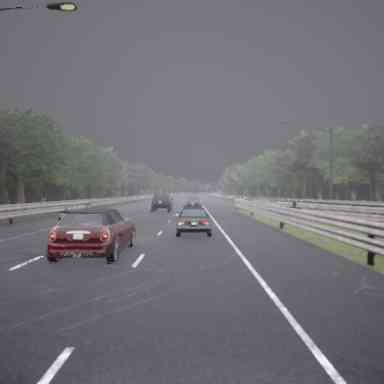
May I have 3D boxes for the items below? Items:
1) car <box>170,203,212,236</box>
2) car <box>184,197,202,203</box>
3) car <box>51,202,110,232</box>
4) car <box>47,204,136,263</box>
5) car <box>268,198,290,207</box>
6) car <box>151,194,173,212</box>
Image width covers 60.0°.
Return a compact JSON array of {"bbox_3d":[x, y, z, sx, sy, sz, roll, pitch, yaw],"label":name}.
[{"bbox_3d":[0.097,1.550,18.347,2.033,1.411,5.357,0,0,0],"label":"car"},{"bbox_3d":[0.094,1.359,38.453,2.097,1.767,4.553,0,0,0],"label":"car"},{"bbox_3d":[-6.904,1.495,21.283,2.128,1.511,4.902,0,0,0],"label":"car"},{"bbox_3d":[-3.401,1.353,12.097,2.097,1.767,4.553,0,0,0],"label":"car"},{"bbox_3d":[11.276,1.605,44.388,1.837,1.490,4.892,0,0,-13],"label":"car"},{"bbox_3d":[-3.405,1.228,38.434,2.150,2.045,5.566,0,0,0],"label":"car"}]
